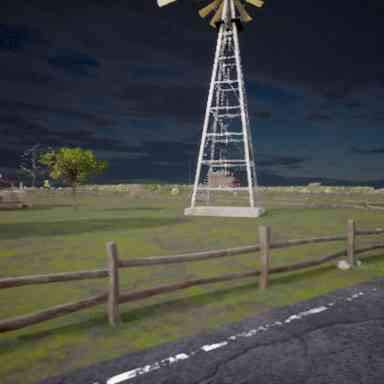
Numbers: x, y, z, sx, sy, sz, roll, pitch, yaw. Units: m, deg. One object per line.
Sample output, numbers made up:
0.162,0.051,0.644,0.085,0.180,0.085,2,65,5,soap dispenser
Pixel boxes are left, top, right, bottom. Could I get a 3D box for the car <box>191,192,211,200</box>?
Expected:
1.730,0.816,64.581,2.128,1.511,4.902,1,0,-36,car
